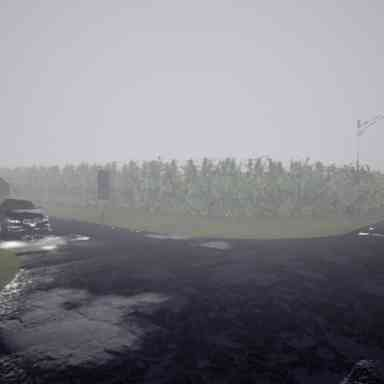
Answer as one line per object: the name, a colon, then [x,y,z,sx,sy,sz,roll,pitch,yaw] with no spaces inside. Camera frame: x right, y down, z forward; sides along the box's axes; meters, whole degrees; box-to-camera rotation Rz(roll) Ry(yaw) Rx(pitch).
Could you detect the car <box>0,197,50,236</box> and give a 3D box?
car: [-8.176,1.017,15.015,4.892,1.490,1.837,2,1,43]
